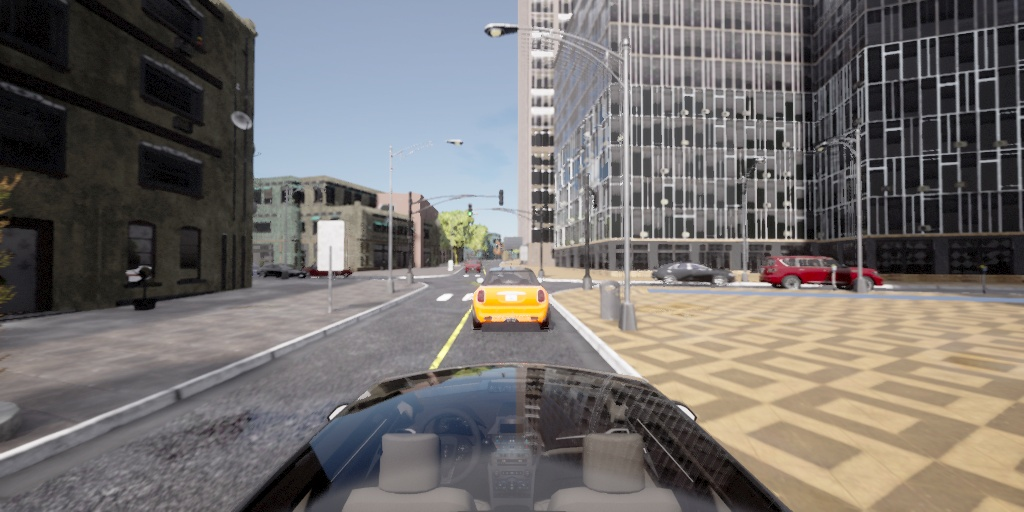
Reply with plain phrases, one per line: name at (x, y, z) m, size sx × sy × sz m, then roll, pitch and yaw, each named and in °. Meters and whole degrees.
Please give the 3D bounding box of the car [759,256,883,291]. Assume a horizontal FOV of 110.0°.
car at (16.059, 0.929, 18.986) m, size 5.009 × 1.841 × 2.192 m, roll 0°, pitch 0°, yaw 19°

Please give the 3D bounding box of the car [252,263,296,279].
car at (-20.102, 1.332, 31.377) m, size 4.313 × 1.339 × 1.948 m, roll 0°, pitch 0°, yaw 19°

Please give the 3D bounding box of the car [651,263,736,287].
car at (11.656, 1.171, 23.270) m, size 4.902 × 1.511 × 2.128 m, roll 0°, pitch -1°, yaw 17°

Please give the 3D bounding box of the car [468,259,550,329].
car at (-0.065, 1.107, 11.423) m, size 2.097 × 1.767 × 4.553 m, roll 0°, pitch 0°, yaw -1°

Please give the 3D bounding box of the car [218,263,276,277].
car at (-26.813, 1.385, 36.265) m, size 5.357 × 1.411 × 2.033 m, roll 0°, pitch -1°, yaw 19°

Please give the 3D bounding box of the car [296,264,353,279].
car at (-17.008, 1.399, 32.943) m, size 4.718 × 1.301 × 1.895 m, roll 0°, pitch -1°, yaw 19°

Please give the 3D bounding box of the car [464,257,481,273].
car at (-4.812, 1.248, 44.382) m, size 1.882 × 1.535 × 5.008 m, roll 0°, pitch 0°, yaw -5°
